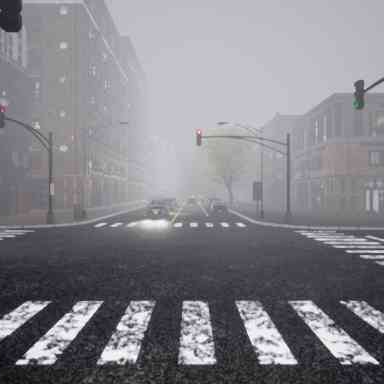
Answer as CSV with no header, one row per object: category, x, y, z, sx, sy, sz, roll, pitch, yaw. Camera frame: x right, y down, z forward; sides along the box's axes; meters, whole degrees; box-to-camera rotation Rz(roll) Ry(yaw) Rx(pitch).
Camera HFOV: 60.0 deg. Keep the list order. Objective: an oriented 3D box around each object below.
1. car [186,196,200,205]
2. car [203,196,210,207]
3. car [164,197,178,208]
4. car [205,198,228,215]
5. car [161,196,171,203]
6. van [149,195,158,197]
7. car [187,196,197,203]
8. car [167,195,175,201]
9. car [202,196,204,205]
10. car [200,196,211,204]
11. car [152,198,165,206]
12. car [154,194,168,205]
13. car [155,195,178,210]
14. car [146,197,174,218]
car,-0.005,1.639,60.812,1.994,1.385,4.181,0,0,0
car,2.686,1.476,39.327,1.967,1.590,4.097,0,0,0
car,-3.091,1.579,50.386,1.812,1.442,4.674,0,0,0
car,2.686,1.578,33.630,2.008,1.369,4.403,0,0,0
car,-5.698,1.657,73.508,2.008,1.369,4.403,0,0,0
van,-5.697,1.395,50.721,1.690,1.788,3.998,0,0,0
car,-0.006,1.551,70.819,2.033,1.411,5.357,0,0,0
car,-5.701,1.680,90.429,1.752,1.417,4.829,0,0,0
car,2.685,1.484,45.023,1.967,1.590,4.097,0,0,0
car,2.683,1.532,67.811,1.967,1.590,4.097,0,0,0
car,-5.697,1.647,56.418,1.802,1.307,4.206,0,0,0
car,-5.698,1.393,62.115,2.192,1.841,5.009,0,0,0
car,-3.097,1.515,40.288,1.882,1.535,5.008,0,0,0
car,-3.104,1.514,30.840,2.128,1.511,4.902,0,0,0
